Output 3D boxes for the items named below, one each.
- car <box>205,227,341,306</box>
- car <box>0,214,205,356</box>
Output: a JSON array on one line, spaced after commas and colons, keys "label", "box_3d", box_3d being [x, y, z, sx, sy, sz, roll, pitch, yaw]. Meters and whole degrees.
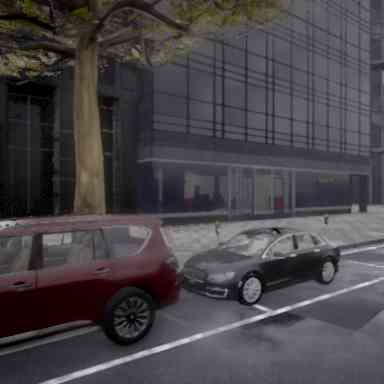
[{"label": "car", "box_3d": [1.792, 1.551, 7.922, 4.403, 1.369, 2.008, 0, 0, -35]}, {"label": "car", "box_3d": [-2.514, 1.315, 4.851, 5.009, 1.841, 2.192, 0, 0, -35]}]
